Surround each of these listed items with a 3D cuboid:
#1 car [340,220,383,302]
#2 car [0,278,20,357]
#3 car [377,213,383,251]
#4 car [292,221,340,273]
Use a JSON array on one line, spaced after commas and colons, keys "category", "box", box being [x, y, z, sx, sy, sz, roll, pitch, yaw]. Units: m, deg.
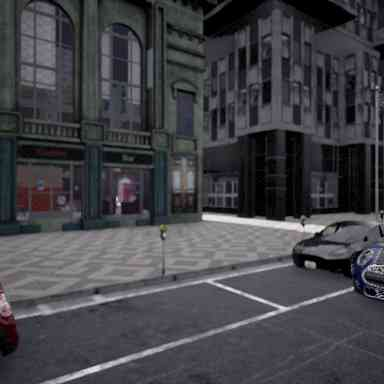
[{"category": "car", "box": [5.566, 1.349, 7.313, 4.553, 1.767, 2.097, 0, 0, -35]}, {"category": "car", "box": [-4.269, 1.441, 3.610, 4.097, 1.590, 1.967, 0, 0, -35]}, {"category": "car", "box": [9.533, 1.540, 13.376, 4.507, 1.381, 1.887, 0, 0, -35]}, {"category": "car", "box": [4.932, 1.563, 10.121, 4.313, 1.339, 1.947, 0, 0, -35]}]
